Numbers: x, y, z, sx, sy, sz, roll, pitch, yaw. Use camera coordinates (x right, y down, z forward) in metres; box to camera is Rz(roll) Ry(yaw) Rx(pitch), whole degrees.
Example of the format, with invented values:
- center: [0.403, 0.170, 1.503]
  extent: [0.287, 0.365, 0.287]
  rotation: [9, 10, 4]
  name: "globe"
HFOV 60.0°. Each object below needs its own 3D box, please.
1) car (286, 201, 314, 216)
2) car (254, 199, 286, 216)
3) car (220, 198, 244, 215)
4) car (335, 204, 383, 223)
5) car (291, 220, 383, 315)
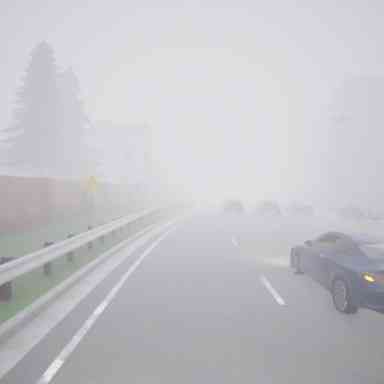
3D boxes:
- center: [10.875, 1.599, 33.755]
  extent: [1.812, 1.442, 4.674]
  rotation: [2, 0, 0]
  name: "car"
- center: [7.371, 1.472, 32.703]
  extent: [1.837, 1.490, 4.892]
  rotation: [2, 0, 0]
  name: "car"
- center: [3.870, 1.364, 32.373]
  extent: [1.837, 1.490, 4.892]
  rotation: [2, 0, 0]
  name: "car"
- center: [14.339, 1.771, 28.669]
  extent: [2.033, 1.411, 5.357]
  rotation: [2, 0, 0]
  name: "car"
- center: [3.699, 1.581, 7.534]
  extent: [1.812, 1.442, 4.674]
  rotation: [2, 0, 0]
  name: "car"
